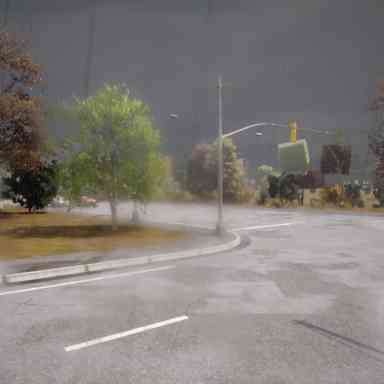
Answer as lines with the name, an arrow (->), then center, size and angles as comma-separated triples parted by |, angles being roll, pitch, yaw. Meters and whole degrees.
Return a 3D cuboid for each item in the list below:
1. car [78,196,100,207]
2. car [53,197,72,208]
car -> -15.220, 1.387, 48.962 | 1.882, 1.535, 5.008 | -1, 0, -38
car -> -18.285, 1.482, 47.196 | 1.812, 1.442, 4.674 | -1, 0, -38
